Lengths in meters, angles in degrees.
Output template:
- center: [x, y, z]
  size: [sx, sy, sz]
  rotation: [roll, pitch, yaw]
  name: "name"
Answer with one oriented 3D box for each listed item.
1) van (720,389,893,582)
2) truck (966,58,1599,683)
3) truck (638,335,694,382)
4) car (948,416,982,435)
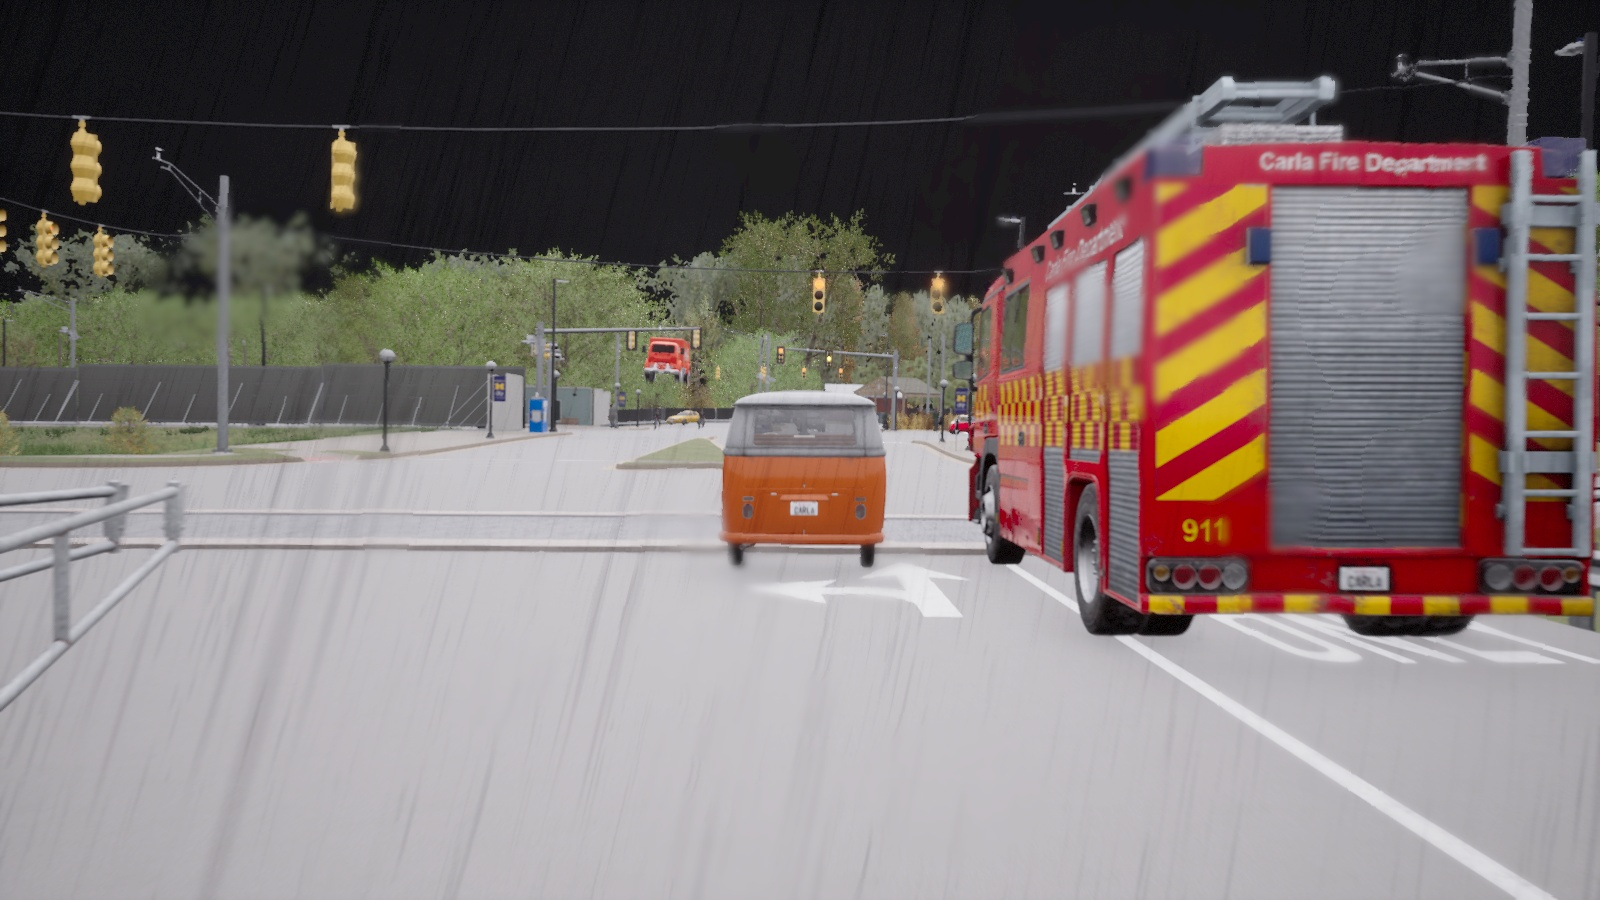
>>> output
- center: [0.071, 0.266, 15.204]
  size: [1.775, 1.987, 4.442]
  rotation: [0, 3, 0]
  name: "van"
- center: [3.583, -0.544, 11.971]
  size: [2.891, 3.827, 8.468]
  rotation: [0, 1, 0]
  name: "truck"
- center: [-8.073, -5.499, 75.994]
  size: [2.627, 2.467, 5.204]
  rotation: [4, 2, 1]
  name: "truck"
- center: [11.723, -1.751, 89.358]
  size: [2.207, 1.376, 1.481]
  rotation: [0, 2, -3]
  name: "car"
